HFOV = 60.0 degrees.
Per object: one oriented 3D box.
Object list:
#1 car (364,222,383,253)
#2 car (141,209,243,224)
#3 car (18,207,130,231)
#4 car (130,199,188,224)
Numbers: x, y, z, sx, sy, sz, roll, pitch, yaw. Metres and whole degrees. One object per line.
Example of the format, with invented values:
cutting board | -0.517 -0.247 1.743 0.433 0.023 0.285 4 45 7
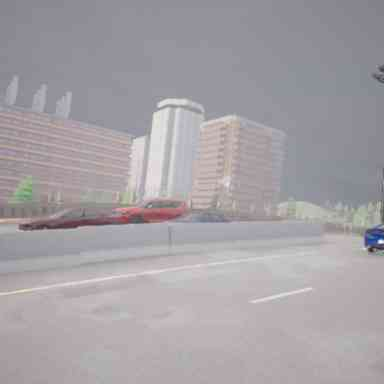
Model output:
car | 9.755 2.041 15.012 5.008 1.535 1.882 4 -3 -35
car | 0.393 1.761 17.164 5.357 1.411 2.033 3 -2 -35
car | -6.009 1.530 16.899 5.008 1.535 1.882 1 -1 -35
car | -2.774 1.483 23.499 5.566 2.045 2.150 3 -2 -35
